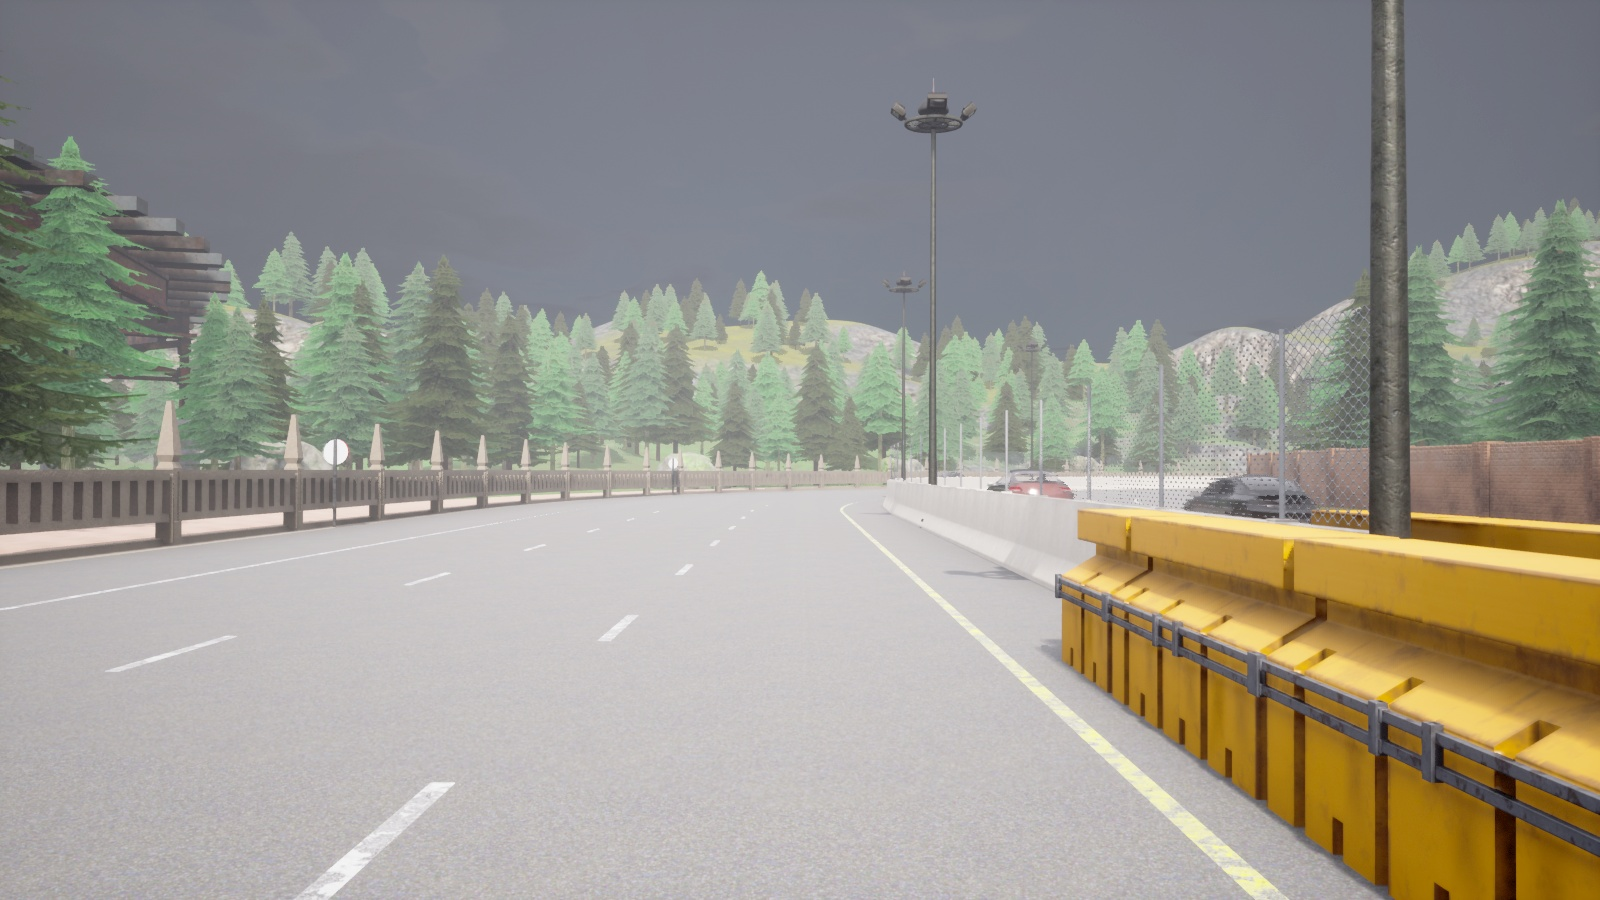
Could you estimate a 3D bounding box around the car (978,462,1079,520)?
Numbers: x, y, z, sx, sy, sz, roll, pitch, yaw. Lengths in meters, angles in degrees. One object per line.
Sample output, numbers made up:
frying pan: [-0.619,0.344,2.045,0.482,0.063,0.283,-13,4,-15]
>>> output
car: [6.894,1.210,38.451,2.152,1.651,5.027,0,-1,0]

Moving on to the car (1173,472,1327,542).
car: [10.419,1.272,29.512,1.837,1.490,4.892,0,-1,0]
